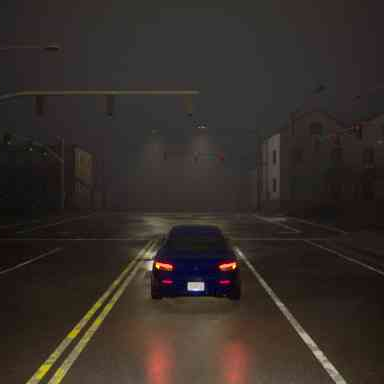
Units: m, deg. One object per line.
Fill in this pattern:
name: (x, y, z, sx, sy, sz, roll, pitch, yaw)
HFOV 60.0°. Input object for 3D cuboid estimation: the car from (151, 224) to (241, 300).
car: (0.087, 1.526, 8.263, 1.812, 1.442, 4.674, 0, 0, 0)

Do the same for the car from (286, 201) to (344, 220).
car: (10.268, 1.527, 27.967, 4.674, 1.442, 1.812, 0, 0, 1)
